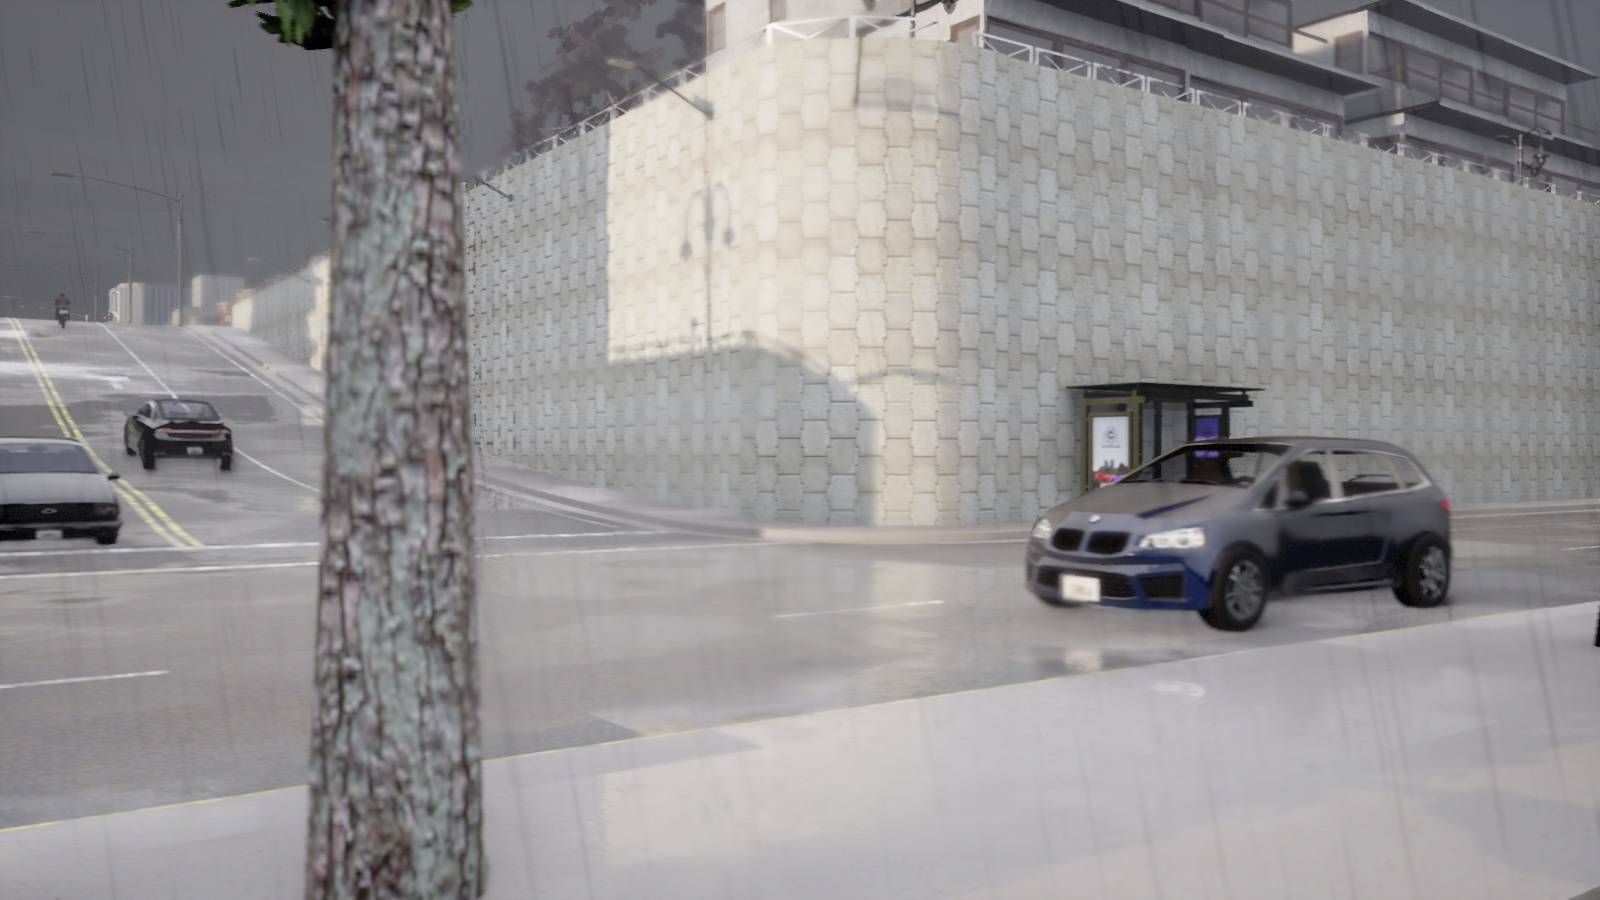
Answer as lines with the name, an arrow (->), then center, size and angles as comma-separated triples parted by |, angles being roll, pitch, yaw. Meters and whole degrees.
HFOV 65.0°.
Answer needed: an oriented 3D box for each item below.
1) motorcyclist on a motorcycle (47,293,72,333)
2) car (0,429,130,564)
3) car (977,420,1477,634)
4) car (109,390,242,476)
motorcyclist on a motorcycle -> -33.040, -6.116, 56.012 | 0.797, 1.523, 2.044 | 0, 10, -35
car -> -11.546, 0.572, 18.815 | 2.033, 1.411, 5.357 | 0, 5, -35
car -> 4.170, 0.607, 12.044 | 4.611, 1.667, 2.242 | 0, 0, -35
car -> -14.909, -0.454, 29.834 | 2.128, 1.511, 4.902 | 0, 6, -35
